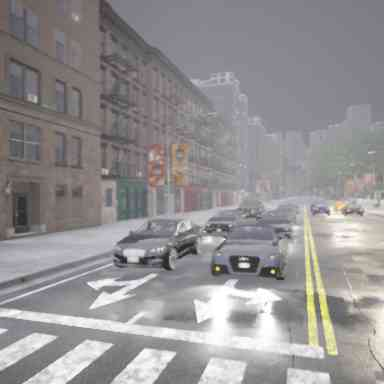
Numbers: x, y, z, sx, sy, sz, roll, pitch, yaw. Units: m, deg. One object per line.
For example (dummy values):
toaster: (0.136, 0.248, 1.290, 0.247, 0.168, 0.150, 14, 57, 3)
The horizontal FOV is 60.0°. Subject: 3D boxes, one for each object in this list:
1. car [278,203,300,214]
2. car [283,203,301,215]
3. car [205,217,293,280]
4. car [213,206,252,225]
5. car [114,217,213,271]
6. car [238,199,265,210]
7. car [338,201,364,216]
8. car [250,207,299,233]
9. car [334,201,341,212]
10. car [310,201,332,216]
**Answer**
car: (8.084, 1.894, 28.654, 1.837, 1.490, 4.892, -1, -1, 19)
car: (13.130, 2.138, 43.402, 2.033, 1.411, 5.357, -1, -1, 19)
car: (1.968, 1.724, 10.459, 1.994, 1.385, 4.181, -1, -1, 18)
car: (2.410, 1.897, 21.995, 2.033, 1.411, 5.357, -1, -1, 18)
car: (-0.973, 1.713, 11.949, 2.128, 1.511, 4.902, -1, -1, 17)
car: (5.804, 1.697, 32.076, 2.150, 2.045, 5.566, -1, -1, 19)
car: (18.008, 2.012, 37.443, 1.895, 1.301, 4.718, -1, -1, 19)
car: (4.946, 1.820, 19.320, 2.033, 1.411, 5.357, -1, -1, 18)
car: (21.212, 2.005, 47.057, 1.882, 1.535, 5.008, -1, -1, 19)
car: (14.971, 1.994, 38.576, 1.812, 1.442, 4.674, -1, -1, 19)
